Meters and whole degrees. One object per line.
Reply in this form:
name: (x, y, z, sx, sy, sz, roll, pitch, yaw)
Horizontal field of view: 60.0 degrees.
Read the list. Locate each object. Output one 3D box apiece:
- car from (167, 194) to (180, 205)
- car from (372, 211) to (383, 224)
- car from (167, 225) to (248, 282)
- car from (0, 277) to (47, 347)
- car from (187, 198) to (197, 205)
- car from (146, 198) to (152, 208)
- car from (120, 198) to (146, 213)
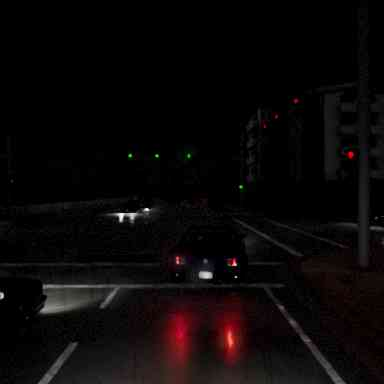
car: (-3.528, 1.362, 63.259, 2.150, 2.045, 5.566, 0, 0, 0)
car: (15.050, 1.557, 22.901, 4.892, 1.490, 1.837, 0, 0, -2)
car: (0.658, 1.623, 9.843, 1.895, 1.301, 4.718, 0, 0, 9)
car: (-3.429, 1.555, 3.304, 2.033, 1.411, 5.357, 0, 0, 0)
car: (-0.029, 1.741, 63.274, 1.895, 1.301, 4.718, 0, 0, 0)
car: (-7.100, 1.614, 49.372, 1.837, 1.490, 4.892, 0, 0, 0)
car: (-7.101, 1.634, 39.226, 2.033, 1.411, 5.357, 0, 0, 0)
